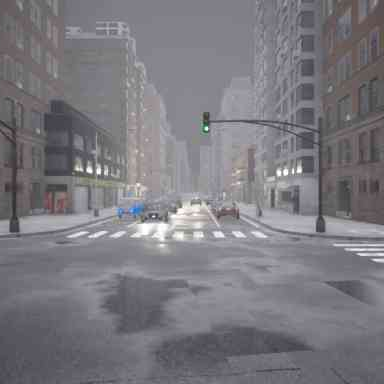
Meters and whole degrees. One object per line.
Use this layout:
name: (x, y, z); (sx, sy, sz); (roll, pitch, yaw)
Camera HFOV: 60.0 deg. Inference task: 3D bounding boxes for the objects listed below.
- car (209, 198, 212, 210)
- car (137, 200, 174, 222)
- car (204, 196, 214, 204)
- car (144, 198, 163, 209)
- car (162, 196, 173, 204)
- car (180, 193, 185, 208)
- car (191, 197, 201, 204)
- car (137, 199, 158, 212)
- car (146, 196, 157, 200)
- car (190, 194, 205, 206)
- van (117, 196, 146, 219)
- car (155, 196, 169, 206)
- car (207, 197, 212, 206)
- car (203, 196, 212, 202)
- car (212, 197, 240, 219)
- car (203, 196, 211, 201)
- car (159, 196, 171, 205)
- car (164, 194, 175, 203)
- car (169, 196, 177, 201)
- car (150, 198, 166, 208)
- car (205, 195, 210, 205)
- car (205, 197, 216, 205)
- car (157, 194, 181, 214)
car: (3.116, 1.607, 35.002); (1.947, 1.339, 4.313); (0, 0, 1)
car: (-2.754, 1.597, 26.052); (1.994, 1.385, 4.181); (0, 0, 1)
car: (3.523, 1.637, 68.150); (1.887, 1.381, 4.507); (0, 0, 1)
car: (-5.274, 1.618, 46.147); (2.008, 1.369, 4.403); (0, 0, 1)
car: (-5.004, 1.626, 68.069); (1.752, 1.417, 4.829); (0, 0, 1)
car: (-2.491, 1.284, 46.463); (2.150, 2.045, 5.566); (0, 0, 1)
car: (0.833, 1.656, 66.272); (1.994, 1.385, 4.181); (0, 0, 1)
car: (-5.341, 1.625, 40.624); (1.947, 1.339, 4.313); (0, 0, 1)
car: (-5.410, 1.365, 35.100); (2.192, 1.841, 5.009); (0, 0, 1)
car: (0.705, 1.567, 55.854); (2.128, 1.511, 4.902); (0, 0, 1)
van: (-5.478, 1.383, 29.577); (1.690, 1.788, 3.998); (0, 0, 1)
car: (-5.138, 1.524, 57.193); (1.967, 1.590, 4.097); (0, 0, 1)
car: (3.184, 1.631, 40.526); (1.802, 1.307, 4.206); (0, 0, 1)
car: (3.660, 1.691, 79.199); (1.802, 1.307, 4.206); (0, 0, 1)
car: (3.048, 1.473, 29.478); (1.967, 1.590, 4.097); (0, 0, 1)
car: (3.727, 1.662, 84.724); (1.887, 1.381, 4.507); (0, 0, 1)
car: (-5.070, 1.533, 62.716); (1.967, 1.590, 4.097); (0, 0, 1)
car: (-4.934, 1.425, 73.763); (2.192, 1.841, 5.009); (0, 0, 1)
car: (-4.798, 1.693, 84.809); (1.947, 1.339, 4.313); (0, 0, 1)
car: (-5.206, 1.626, 51.670); (2.008, 1.369, 4.403); (0, 0, 1)
car: (3.387, 1.641, 57.101); (1.947, 1.339, 4.313); (0, 0, 1)
car: (3.456, 1.649, 62.625); (1.947, 1.339, 4.313); (0, 0, 1)
car: (-2.628, 1.401, 36.086); (2.097, 1.767, 4.553); (0, 0, 1)
